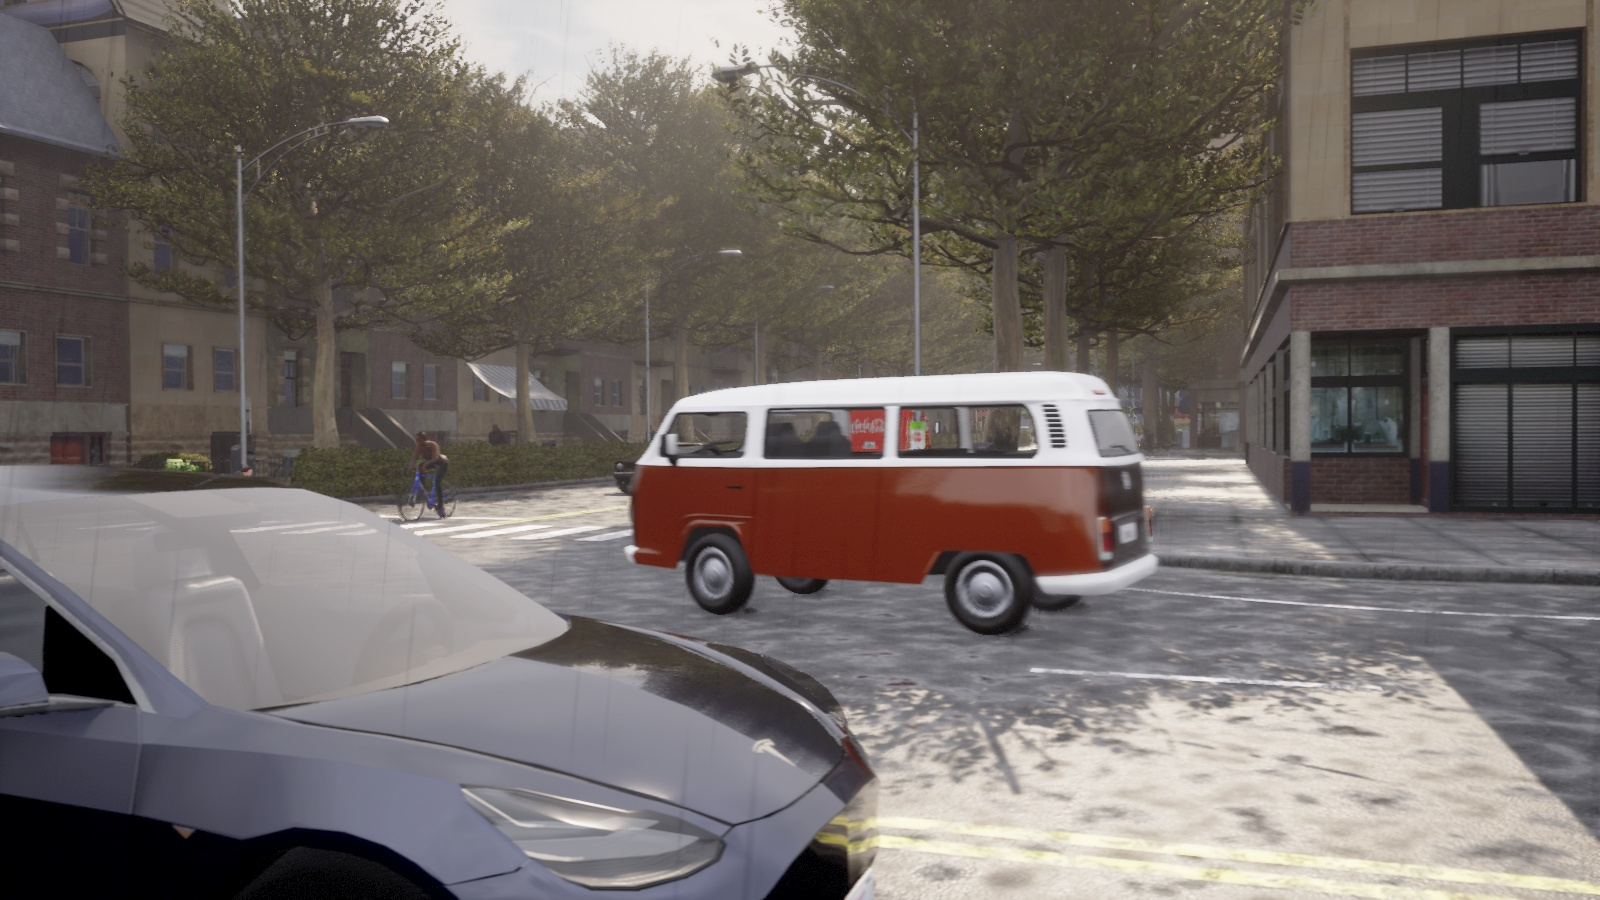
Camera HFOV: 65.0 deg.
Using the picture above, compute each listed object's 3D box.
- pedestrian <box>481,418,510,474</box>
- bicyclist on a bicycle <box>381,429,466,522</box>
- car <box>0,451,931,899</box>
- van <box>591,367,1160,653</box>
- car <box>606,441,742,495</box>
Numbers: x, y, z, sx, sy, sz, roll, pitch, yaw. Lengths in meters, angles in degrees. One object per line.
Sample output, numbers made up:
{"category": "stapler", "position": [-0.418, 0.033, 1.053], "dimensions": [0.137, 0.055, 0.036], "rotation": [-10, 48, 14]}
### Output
{"category": "pedestrian", "position": [-10.286, -0.143, 42.409], "dimensions": [0.634, 1.844, 0.899], "rotation": [0, 1, 12]}
{"category": "bicyclist on a bicycle", "position": [-6.891, 0.440, 23.051], "dimensions": [0.582, 1.620, 1.656], "rotation": [0, 1, 21]}
{"category": "car", "position": [-2.181, 0.771, 3.921], "dimensions": [4.792, 1.488, 2.163], "rotation": [0, 1, 19]}
{"category": "van", "position": [0.613, 0.391, 10.934], "dimensions": [4.480, 2.038, 2.069], "rotation": [0, 2, 29]}
{"category": "car", "position": [-3.277, 0.429, 33.795], "dimensions": [1.895, 1.301, 4.718], "rotation": [0, 1, 18]}
